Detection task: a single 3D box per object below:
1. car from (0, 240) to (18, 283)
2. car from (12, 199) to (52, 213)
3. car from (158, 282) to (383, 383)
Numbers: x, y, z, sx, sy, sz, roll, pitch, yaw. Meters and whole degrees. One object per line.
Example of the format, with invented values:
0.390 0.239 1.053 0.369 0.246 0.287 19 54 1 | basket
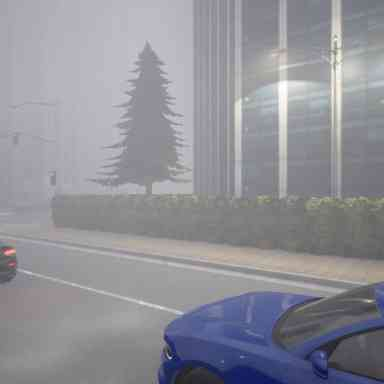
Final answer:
-6.170 1.526 8.350 4.674 1.442 1.812 0 0 36 | car
-17.186 1.547 37.439 2.033 1.411 5.357 0 0 36 | car
1.957 1.478 2.597 5.008 1.535 1.882 0 0 36 | car
